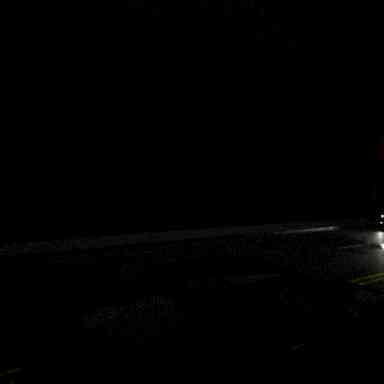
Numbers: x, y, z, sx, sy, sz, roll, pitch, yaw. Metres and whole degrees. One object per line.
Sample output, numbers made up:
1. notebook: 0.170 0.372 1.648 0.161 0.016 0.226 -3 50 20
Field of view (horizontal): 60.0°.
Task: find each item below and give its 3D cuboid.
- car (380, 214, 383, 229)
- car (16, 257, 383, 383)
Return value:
1. car: 12.652 1.249 18.494 4.553 1.767 2.097 0 0 -26
2. car: 0.657 1.509 3.741 4.674 1.442 1.812 0 0 -34
